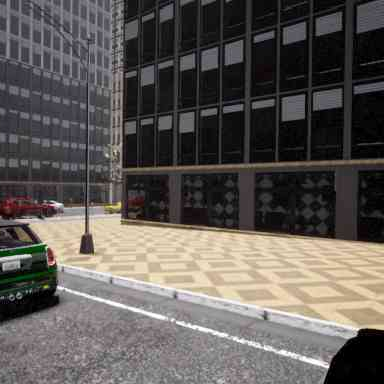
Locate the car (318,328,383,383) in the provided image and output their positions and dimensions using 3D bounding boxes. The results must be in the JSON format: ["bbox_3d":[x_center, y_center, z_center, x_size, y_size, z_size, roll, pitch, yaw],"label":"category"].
[{"bbox_3d":[3.009,1.601,1.532,4.718,1.301,1.895,0,0,36],"label":"car"}]

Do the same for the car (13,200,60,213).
[{"bbox_3d":[-18.394,1.643,39.525,1.752,1.417,4.829,1,0,37],"label":"car"}]

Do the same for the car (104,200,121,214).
[{"bbox_3d":[-8.099,1.830,39.342,1.752,1.417,4.829,1,0,37],"label":"car"}]

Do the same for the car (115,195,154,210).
[{"bbox_3d":[-8.354,1.497,48.689,2.150,2.045,5.566,1,0,36],"label":"car"}]

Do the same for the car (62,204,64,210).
[{"bbox_3d":[-16.719,1.679,37.419,1.812,1.442,4.674,1,0,36],"label":"car"}]

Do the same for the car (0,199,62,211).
[{"bbox_3d":[-14.914,1.519,30.143,2.192,1.841,5.009,1,0,37],"label":"car"}]

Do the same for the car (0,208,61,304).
[{"bbox_3d":[-4.988,1.348,7.252,4.553,1.767,2.097,0,0,36],"label":"car"}]
